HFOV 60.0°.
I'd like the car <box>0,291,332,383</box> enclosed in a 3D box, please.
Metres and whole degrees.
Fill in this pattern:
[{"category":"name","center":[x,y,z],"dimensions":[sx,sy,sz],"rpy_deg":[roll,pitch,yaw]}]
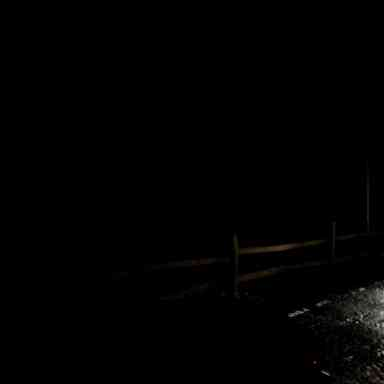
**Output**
[{"category":"car","center":[-1.245,1.548,2.126],"dimensions":[5.357,1.411,2.033],"rpy_deg":[0,0,-38]}]
